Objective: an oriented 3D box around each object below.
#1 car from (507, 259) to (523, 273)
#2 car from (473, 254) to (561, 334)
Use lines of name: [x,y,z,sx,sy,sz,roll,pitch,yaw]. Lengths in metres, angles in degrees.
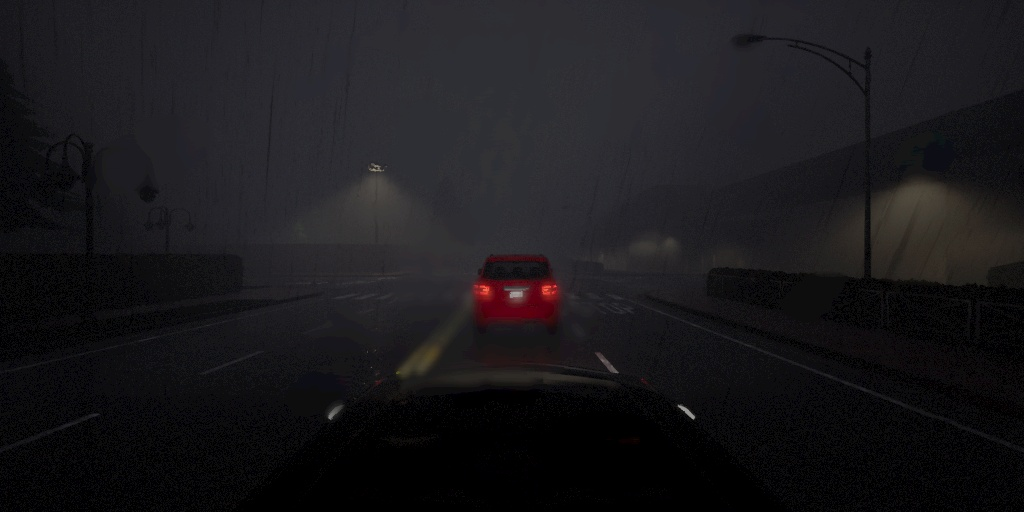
car: [0.367,1.227,45.637,1.882,1.535,5.008,0,0,1]
car: [0.124,0.971,10.785,2.150,2.045,5.566,0,0,0]
